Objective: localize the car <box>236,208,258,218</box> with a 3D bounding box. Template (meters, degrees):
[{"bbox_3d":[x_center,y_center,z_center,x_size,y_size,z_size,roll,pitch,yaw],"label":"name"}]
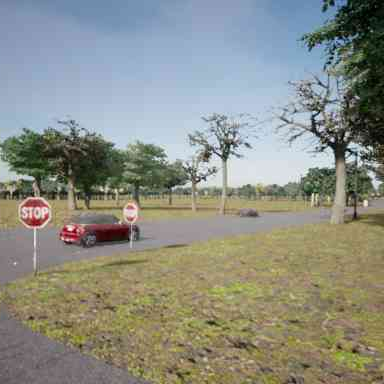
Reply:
[{"bbox_3d":[8.126,3.048,49.017,1.994,1.385,4.181,1,-1,36],"label":"car"}]

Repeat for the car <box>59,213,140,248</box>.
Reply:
[{"bbox_3d":[-5.029,1.990,18.837,2.097,1.767,4.553,1,-1,36],"label":"car"}]

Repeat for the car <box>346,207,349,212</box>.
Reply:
[{"bbox_3d":[38.986,4.355,85.775,1.994,1.385,4.181,1,-1,36],"label":"car"}]
